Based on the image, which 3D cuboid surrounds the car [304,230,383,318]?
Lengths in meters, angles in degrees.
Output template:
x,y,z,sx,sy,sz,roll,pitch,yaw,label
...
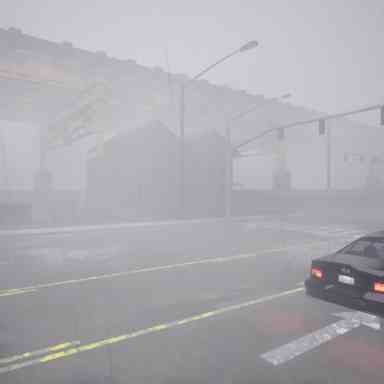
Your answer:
x,y,z,sx,sy,sz,roll,pitch,yaw,label
4.692,1.547,7.133,5.357,1.411,2.033,0,0,-35,car
